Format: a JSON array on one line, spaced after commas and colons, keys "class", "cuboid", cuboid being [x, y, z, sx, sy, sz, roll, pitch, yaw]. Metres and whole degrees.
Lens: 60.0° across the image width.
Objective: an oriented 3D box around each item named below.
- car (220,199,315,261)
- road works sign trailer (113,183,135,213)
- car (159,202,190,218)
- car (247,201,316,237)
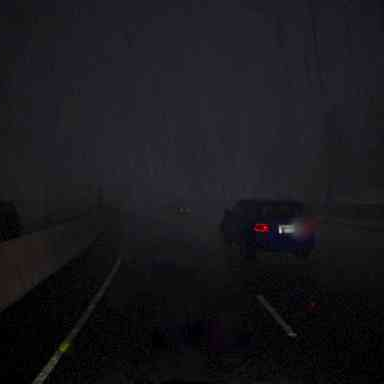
[{"class": "car", "cuboid": [2.613, 1.278, 12.820, 2.150, 2.045, 5.566, 0, 0, -7]}, {"class": "road works sign trailer", "cuboid": [-8.391, 0.686, 40.305, 2.380, 3.560, 2.880, 0, 0, -26]}, {"class": "car", "cuboid": [-1.744, 1.711, 32.299, 2.033, 1.411, 5.357, 0, 0, -18]}, {"class": "car", "cuboid": [5.034, 1.434, 19.481, 2.097, 1.767, 4.553, 0, 0, -10]}]
